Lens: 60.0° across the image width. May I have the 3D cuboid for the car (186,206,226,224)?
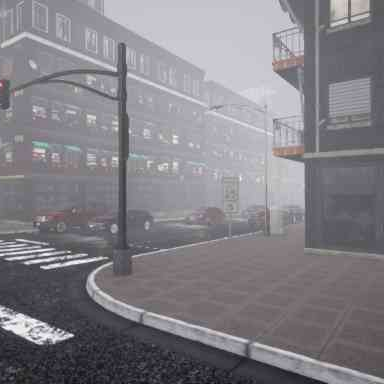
[{"bbox_3d":[1.360,2.019,29.763,1.812,1.442,4.674,0,-1,35],"label":"car"}]

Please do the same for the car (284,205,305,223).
[{"bbox_3d":[9.096,2.120,30.780,2.008,1.369,4.403,-2,-2,35],"label":"car"}]

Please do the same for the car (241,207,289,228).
[{"bbox_3d":[5.822,2.048,26.132,1.802,1.307,4.206,-2,-2,35],"label":"car"}]

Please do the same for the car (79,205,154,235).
[{"bbox_3d":[-4.498,1.814,21.461,1.837,1.490,4.892,0,-1,35],"label":"car"}]

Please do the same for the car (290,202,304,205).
[{"bbox_3d":[12.120,2.246,39.489,1.837,1.490,4.892,0,-1,35],"label":"car"}]

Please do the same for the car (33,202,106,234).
[{"bbox_3d":[-7.585,1.603,21.603,2.192,1.841,5.009,-1,-2,35],"label":"car"}]

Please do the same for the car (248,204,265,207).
[{"bbox_3d":[7.338,2.189,38.237,1.837,1.490,4.892,0,-1,36],"label":"car"}]
